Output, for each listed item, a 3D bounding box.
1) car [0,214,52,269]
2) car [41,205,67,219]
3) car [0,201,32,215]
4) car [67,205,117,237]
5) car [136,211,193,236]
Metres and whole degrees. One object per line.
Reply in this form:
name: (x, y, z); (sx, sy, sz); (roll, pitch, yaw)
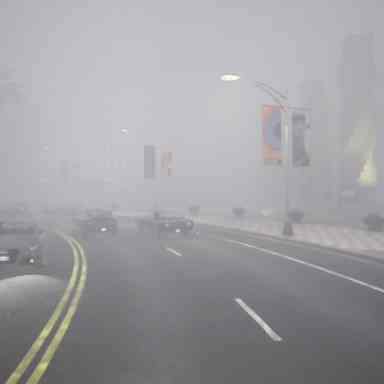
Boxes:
car: (-5.939, 1.678, 11.118); (1.994, 1.385, 4.181); (0, -1, -21)
car: (-13.140, 1.920, 33.241); (4.718, 1.301, 1.895); (-1, -1, 39)
car: (-17.388, 1.677, 31.977); (4.553, 1.767, 2.097); (-1, -1, 37)
car: (-5.751, 1.685, 19.314); (1.837, 1.490, 4.892); (1, 0, -29)
car: (-1.779, 1.764, 19.498); (1.895, 1.301, 4.718); (0, -1, -27)
